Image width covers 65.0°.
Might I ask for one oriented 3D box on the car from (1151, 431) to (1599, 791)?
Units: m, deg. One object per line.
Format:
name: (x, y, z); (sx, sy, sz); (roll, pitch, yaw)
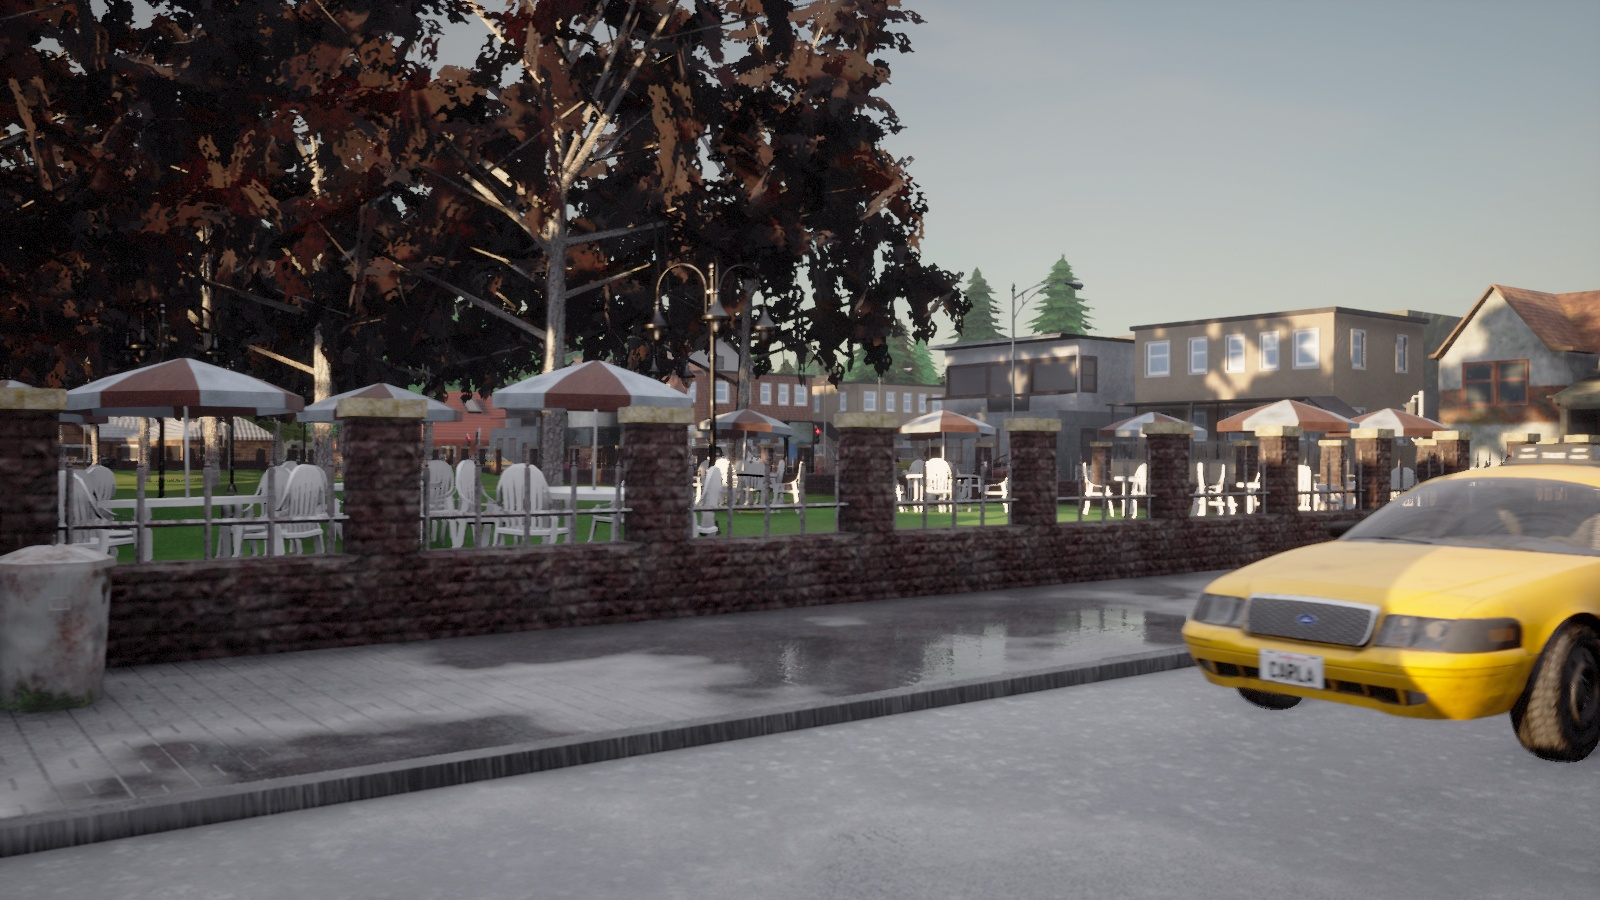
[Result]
car: (4.625, 0.712, 7.825); (5.366, 1.575, 1.801); (0, 0, -37)

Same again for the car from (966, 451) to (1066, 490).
car: (9.123, 0.845, 53.202); (1.851, 1.617, 3.988); (0, 0, -37)

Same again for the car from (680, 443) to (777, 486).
car: (-3.669, 0.710, 63.517); (2.150, 2.045, 5.566); (0, 0, -37)

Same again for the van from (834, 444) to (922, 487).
van: (3.720, 0.729, 60.390); (1.775, 1.987, 4.442); (0, 0, -37)

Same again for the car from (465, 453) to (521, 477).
car: (-21.311, 1.028, 87.058); (1.801, 1.575, 5.366); (0, 0, -37)
